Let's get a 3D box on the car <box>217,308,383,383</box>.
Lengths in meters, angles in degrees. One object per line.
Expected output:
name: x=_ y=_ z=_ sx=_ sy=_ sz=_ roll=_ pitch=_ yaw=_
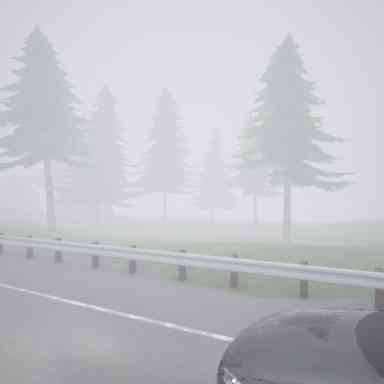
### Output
car: x=2.522 y=1.491 z=2.167 sx=4.902 sy=1.511 sz=2.128 roll=0 pitch=0 yaw=28
